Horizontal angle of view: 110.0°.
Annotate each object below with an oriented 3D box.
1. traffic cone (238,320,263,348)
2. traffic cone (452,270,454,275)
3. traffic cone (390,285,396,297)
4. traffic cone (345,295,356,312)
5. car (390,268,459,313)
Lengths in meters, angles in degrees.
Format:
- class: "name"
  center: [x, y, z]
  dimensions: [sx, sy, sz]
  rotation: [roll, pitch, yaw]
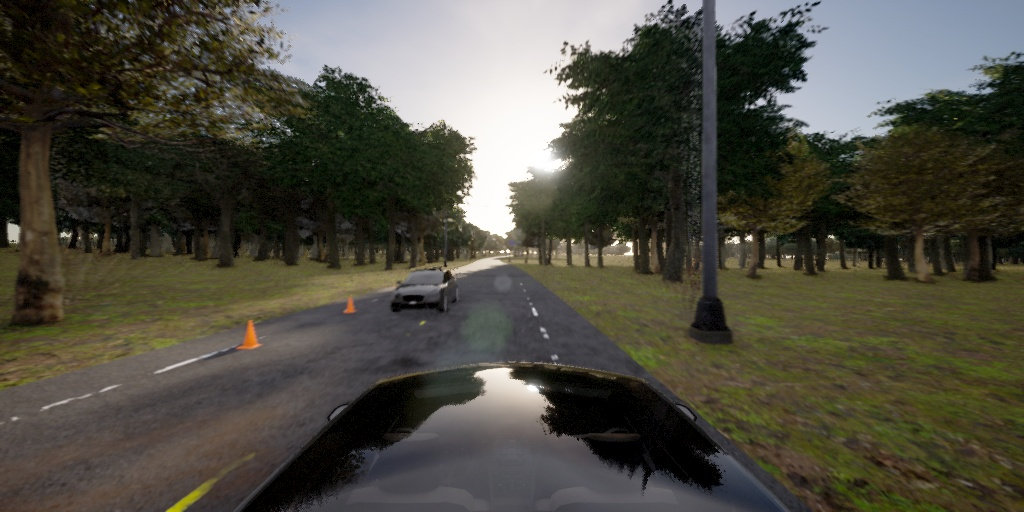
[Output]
- class: "traffic cone"
  center: [-5.805, 1.720, 7.959]
  dimensions: [0.340, 0.580, 0.340]
  rotation: [0, 0, 0]
- class: "traffic cone"
  center: [-6.252, 1.752, 37.888]
  dimensions: [0.340, 0.580, 0.340]
  rotation: [0, 0, -1]
- class: "traffic cone"
  center: [-5.881, 1.726, 17.936]
  dimensions: [0.340, 0.580, 0.340]
  rotation: [0, 0, -1]
- class: "traffic cone"
  center: [-5.834, 1.722, 12.947]
  dimensions: [0.340, 0.580, 0.340]
  rotation: [0, 0, 0]
- class: "car"
  center: [-3.253, 1.267, 14.118]
  dimensions: [1.837, 1.490, 4.892]
  rotation: [0, 0, -1]
